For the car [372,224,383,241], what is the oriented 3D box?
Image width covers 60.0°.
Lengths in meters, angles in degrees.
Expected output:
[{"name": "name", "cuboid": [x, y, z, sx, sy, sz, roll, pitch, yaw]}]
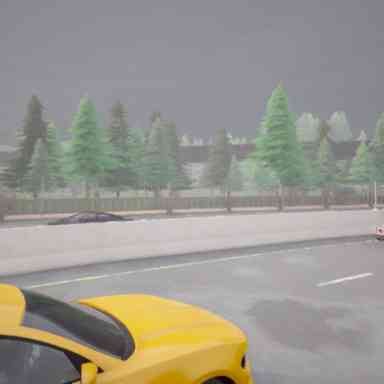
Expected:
[{"name": "car", "cuboid": [9.417, 1.482, 13.012, 4.718, 1.301, 1.895, 0, 0, -26]}]

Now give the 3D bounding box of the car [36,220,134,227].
[{"name": "car", "cuboid": [-4.242, 1.470, 13.520, 4.181, 1.385, 1.994, 0, 0, -32]}]

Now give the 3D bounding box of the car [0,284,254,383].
[{"name": "car", "cuboid": [-1.724, 1.462, 2.401, 5.008, 1.535, 1.882, 0, 0, -35]}]
